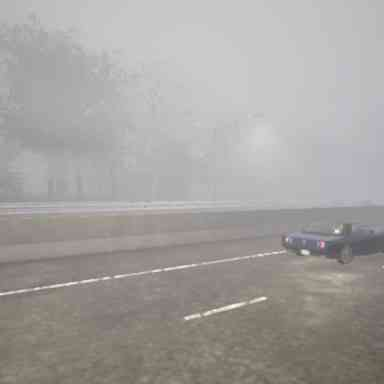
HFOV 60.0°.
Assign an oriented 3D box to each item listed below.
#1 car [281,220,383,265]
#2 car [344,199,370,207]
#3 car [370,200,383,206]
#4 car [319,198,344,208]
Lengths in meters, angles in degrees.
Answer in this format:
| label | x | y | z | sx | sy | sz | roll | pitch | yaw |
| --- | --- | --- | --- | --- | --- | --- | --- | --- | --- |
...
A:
| label | x | y | z | sx | sy | sz | roll | pitch | yaw |
| --- | --- | --- | --- | --- | --- | --- | --- | --- | --- |
| car | 5.454 | 1.662 | 11.952 | 4.718 | 1.301 | 1.895 | 0 | 0 | -35 |
| car | 24.034 | 1.780 | 46.869 | 4.892 | 1.490 | 1.837 | 1 | -1 | -35 |
| car | 25.889 | 1.798 | 43.897 | 4.674 | 1.442 | 1.812 | 1 | 0 | -35 |
| car | 20.578 | 1.614 | 48.677 | 4.553 | 1.767 | 2.097 | 1 | 0 | -36 |
